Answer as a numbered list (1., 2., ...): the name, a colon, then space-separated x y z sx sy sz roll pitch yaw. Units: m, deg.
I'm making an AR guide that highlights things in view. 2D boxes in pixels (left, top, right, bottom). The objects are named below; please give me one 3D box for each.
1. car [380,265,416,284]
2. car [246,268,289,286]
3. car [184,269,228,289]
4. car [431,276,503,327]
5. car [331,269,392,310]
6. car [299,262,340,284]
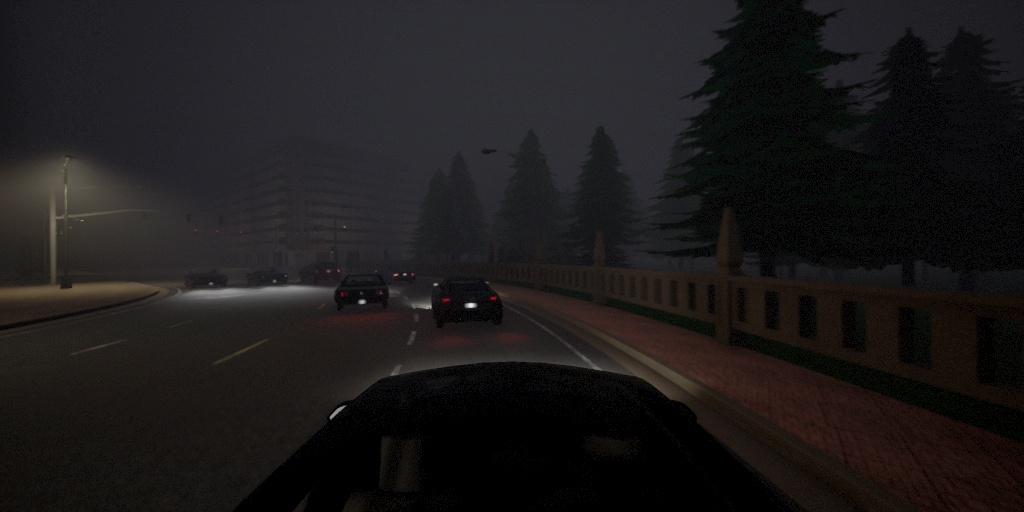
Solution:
1. car: -9.152 1.388 27.530 2.033 1.411 5.357 -1 0 -38
2. car: -18.741 1.534 27.407 4.718 1.301 1.895 -1 0 43
3. car: -21.689 1.562 25.402 4.718 1.301 1.895 -1 0 42
4. car: -1.600 1.327 11.764 1.994 1.385 4.181 -1 0 -14
5. car: -6.284 1.413 15.287 1.895 1.301 4.718 -1 0 -20
6. car: -15.867 1.258 29.560 4.553 1.767 2.097 0 0 45
